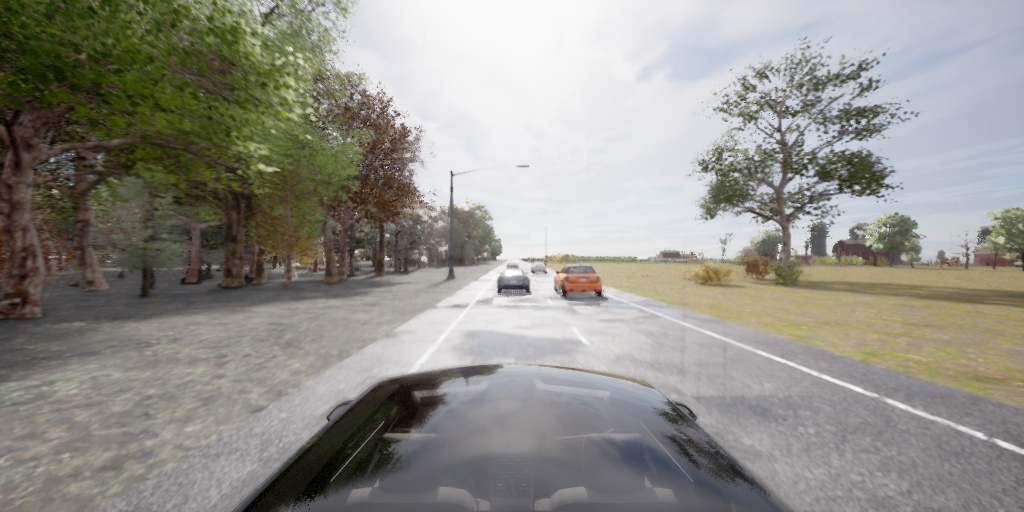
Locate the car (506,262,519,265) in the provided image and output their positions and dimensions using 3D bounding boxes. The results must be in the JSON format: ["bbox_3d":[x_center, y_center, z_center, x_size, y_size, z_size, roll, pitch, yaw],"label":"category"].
[{"bbox_3d":[0.106,1.627,52.005,1.812,1.442,4.674,0,0,0],"label":"car"}]

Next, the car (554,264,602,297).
[{"bbox_3d":[3.595,1.238,20.291,2.097,1.767,4.553,0,-1,0],"label":"car"}]

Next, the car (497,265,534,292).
[{"bbox_3d":[0.100,1.468,22.625,1.994,1.385,4.181,0,0,0],"label":"car"}]

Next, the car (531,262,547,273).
[{"bbox_3d":[3.604,1.607,48.954,1.812,1.442,4.674,0,0,0],"label":"car"}]
